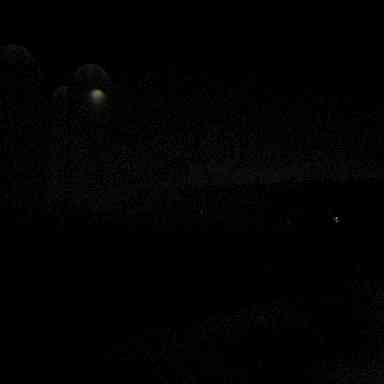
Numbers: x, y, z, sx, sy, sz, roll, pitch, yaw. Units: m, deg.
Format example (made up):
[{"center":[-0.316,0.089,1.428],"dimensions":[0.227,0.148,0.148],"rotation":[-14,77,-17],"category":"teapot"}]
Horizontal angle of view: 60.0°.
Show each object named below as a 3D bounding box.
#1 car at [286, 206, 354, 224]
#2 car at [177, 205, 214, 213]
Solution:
[{"center":[8.790,1.785,23.138],"dimensions":[2.097,1.767,4.553],"rotation":[1,-1,-34],"category":"car"},{"center":[0.324,2.104,35.000],"dimensions":[1.895,1.301,4.718],"rotation":[1,-1,-36],"category":"car"}]
